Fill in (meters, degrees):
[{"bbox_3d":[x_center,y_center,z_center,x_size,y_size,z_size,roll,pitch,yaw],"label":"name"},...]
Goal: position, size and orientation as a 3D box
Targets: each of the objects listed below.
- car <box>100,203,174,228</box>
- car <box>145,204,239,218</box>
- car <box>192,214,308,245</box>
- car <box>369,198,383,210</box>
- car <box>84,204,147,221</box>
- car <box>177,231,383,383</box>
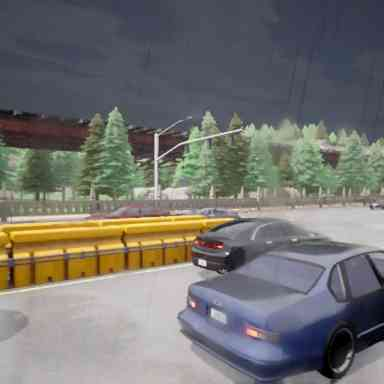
[{"bbox_3d":[-3.692,1.529,22.863,4.674,1.442,1.812,0,0,-36],"label":"car"},{"bbox_3d":[0.374,1.497,17.165,4.902,1.511,2.128,0,0,-36],"label":"car"},{"bbox_3d":[2.234,1.508,9.671,4.892,1.490,1.837,0,0,-35],"label":"car"},{"bbox_3d":[25.041,1.510,43.386,4.902,1.511,2.128,0,0,-36],"label":"car"},{"bbox_3d":[-3.499,1.481,18.701,5.008,1.535,1.882,0,0,-36],"label":"car"},{"bbox_3d":[2.374,1.550,5.483,5.357,1.411,2.033,0,0,-35],"label":"car"}]
